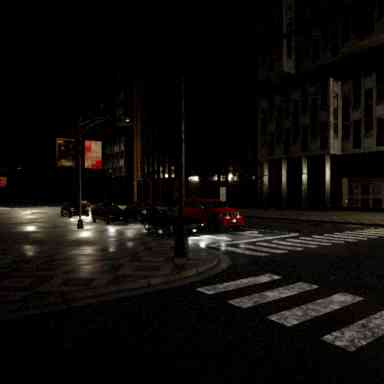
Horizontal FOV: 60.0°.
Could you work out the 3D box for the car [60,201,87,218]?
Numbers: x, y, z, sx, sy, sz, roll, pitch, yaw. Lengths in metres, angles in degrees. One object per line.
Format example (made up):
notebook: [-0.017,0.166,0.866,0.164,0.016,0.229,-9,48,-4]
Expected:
car: [-13.012,1.867,36.887,2.097,1.767,4.553,0,-1,-35]

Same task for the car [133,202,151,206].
car: [-4.582,1.716,30.686,2.097,1.767,4.553,0,-1,-36]

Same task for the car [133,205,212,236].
car: [-1.411,1.793,20.665,2.033,1.411,5.357,0,-1,-36]

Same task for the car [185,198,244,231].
car: [1.074,1.455,22.822,2.150,2.045,5.566,0,-1,-34]

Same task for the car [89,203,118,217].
car: [-10.365,2.024,38.771,1.812,1.442,4.674,0,-1,-35]

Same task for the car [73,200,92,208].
car: [-21.964,2.406,66.459,2.033,1.411,5.357,0,-1,-36]

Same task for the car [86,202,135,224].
car: [-7.101,1.855,28.616,1.882,1.535,5.008,0,-1,-36]
